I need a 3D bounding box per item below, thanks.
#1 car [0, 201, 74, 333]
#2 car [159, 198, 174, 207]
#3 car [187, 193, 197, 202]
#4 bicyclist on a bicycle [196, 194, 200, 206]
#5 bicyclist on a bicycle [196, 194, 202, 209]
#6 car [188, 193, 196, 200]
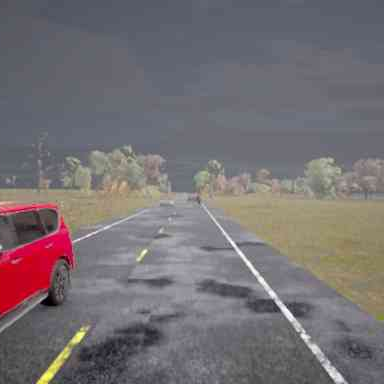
[{"bbox_3d":[-3.600,1.208,4.973,2.150,2.045,5.566,0,0,0],"label":"car"},{"bbox_3d":[-3.577,1.466,47.310,1.895,1.301,4.718,0,0,0],"label":"car"},{"bbox_3d":[0.005,1.315,72.079,2.128,1.511,4.902,0,0,0],"label":"car"},{"bbox_3d":[0.966,1.223,51.821,0.659,1.776,1.843,0,0,0],"label":"bicyclist on a bicycle"},{"bbox_3d":[0.966,1.335,41.785,0.582,1.620,1.656,0,0,0],"label":"bicyclist on a bicycle"},{"bbox_3d":[0.007,1.034,82.458,2.097,1.767,4.553,0,0,0],"label":"car"}]
